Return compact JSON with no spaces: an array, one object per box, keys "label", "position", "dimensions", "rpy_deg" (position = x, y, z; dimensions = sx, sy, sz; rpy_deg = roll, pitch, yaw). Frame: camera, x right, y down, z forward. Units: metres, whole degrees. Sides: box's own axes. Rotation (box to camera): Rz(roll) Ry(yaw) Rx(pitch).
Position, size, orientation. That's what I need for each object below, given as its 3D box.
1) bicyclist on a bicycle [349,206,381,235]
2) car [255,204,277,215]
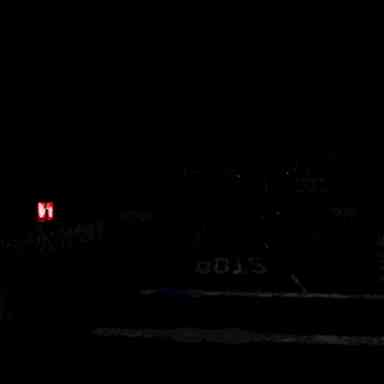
[{"label":"bicyclist on a bicycle","position":[9.441,1.578,18.182],"dimensions":[1.656,1.620,0.582],"rpy_deg":[-1,-1,6]},{"label":"car","position":[10.415,2.436,47.149],"dimensions":[1.812,1.442,4.674],"rpy_deg":[-2,-2,34]}]
